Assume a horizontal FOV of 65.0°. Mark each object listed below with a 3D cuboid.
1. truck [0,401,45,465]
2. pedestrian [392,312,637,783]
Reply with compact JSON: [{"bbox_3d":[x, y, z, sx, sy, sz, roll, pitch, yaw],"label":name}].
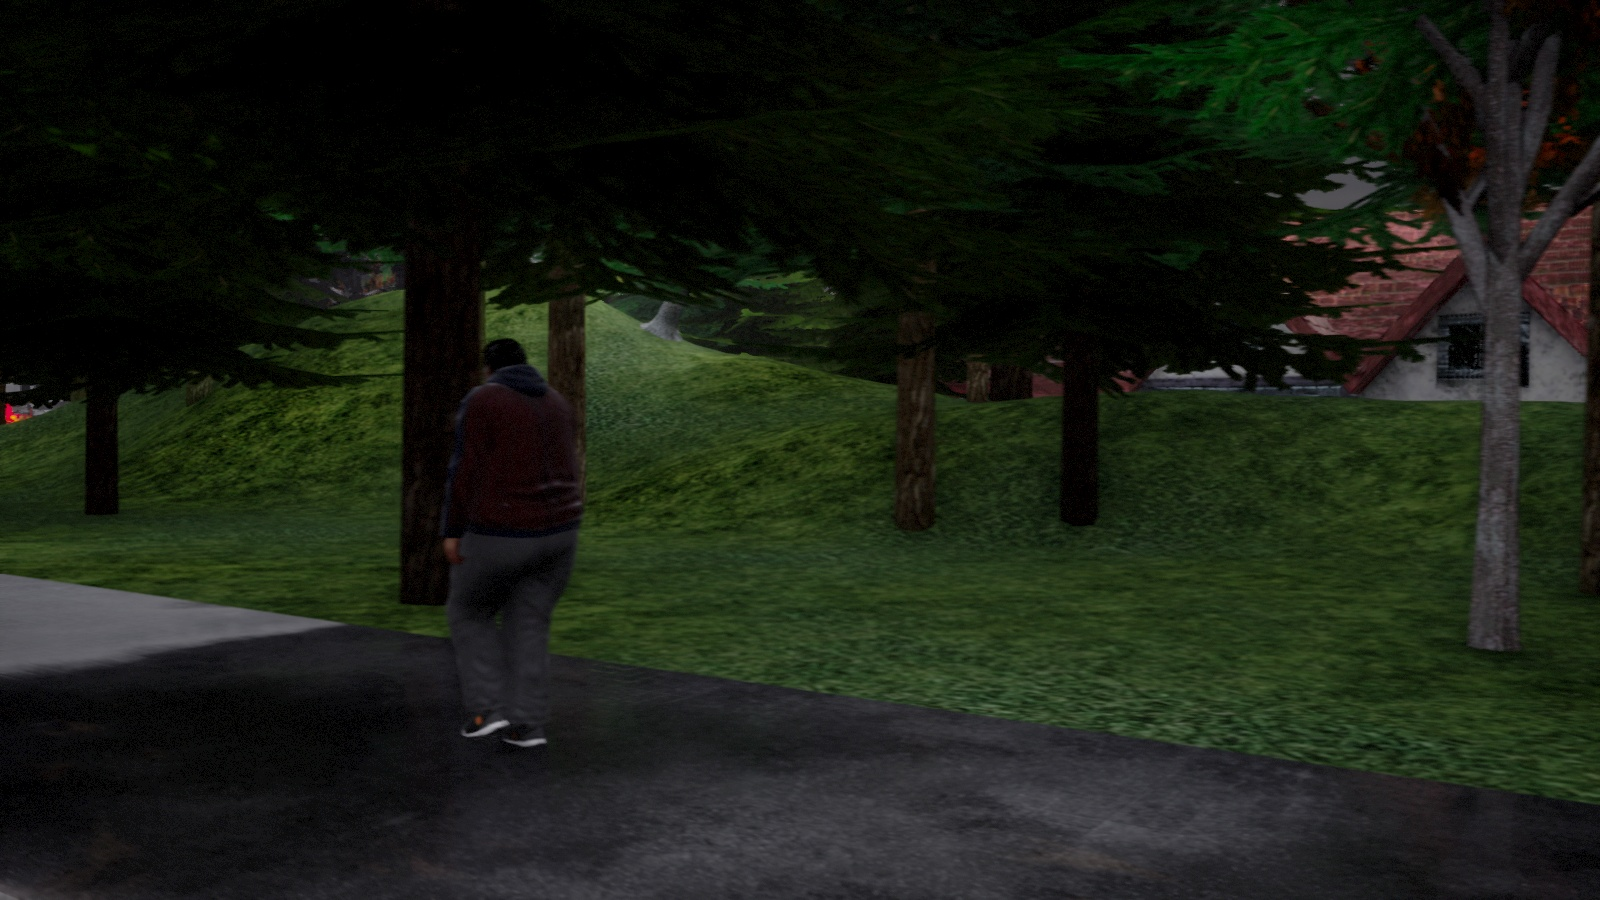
[{"bbox_3d":[-50.493,-1.004,75.318,2.891,3.827,8.468,0,1,34],"label":"truck"},{"bbox_3d":[-1.250,0.378,5.461,0.634,1.844,0.899,-1,1,-45],"label":"pedestrian"}]
